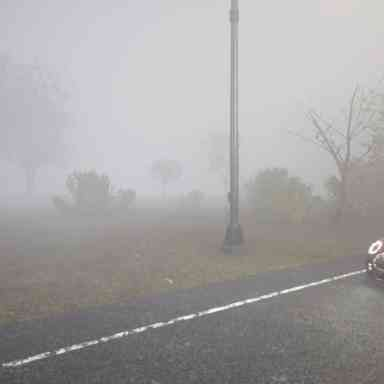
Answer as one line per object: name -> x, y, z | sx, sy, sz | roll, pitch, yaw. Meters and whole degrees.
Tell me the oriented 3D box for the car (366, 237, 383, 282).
car -> 6.463, 1.356, 8.528 | 4.553, 1.767, 2.097 | 0, 0, -35
